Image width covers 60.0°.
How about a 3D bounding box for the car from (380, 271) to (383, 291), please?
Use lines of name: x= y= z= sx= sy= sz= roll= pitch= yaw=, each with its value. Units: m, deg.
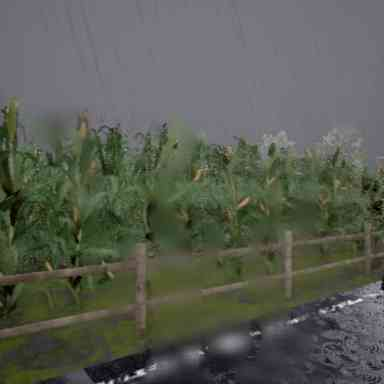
car: x=6.159 y=1.679 z=7.705 sx=4.181 sy=1.385 sz=1.994 roll=1 pitch=0 yaw=-38
